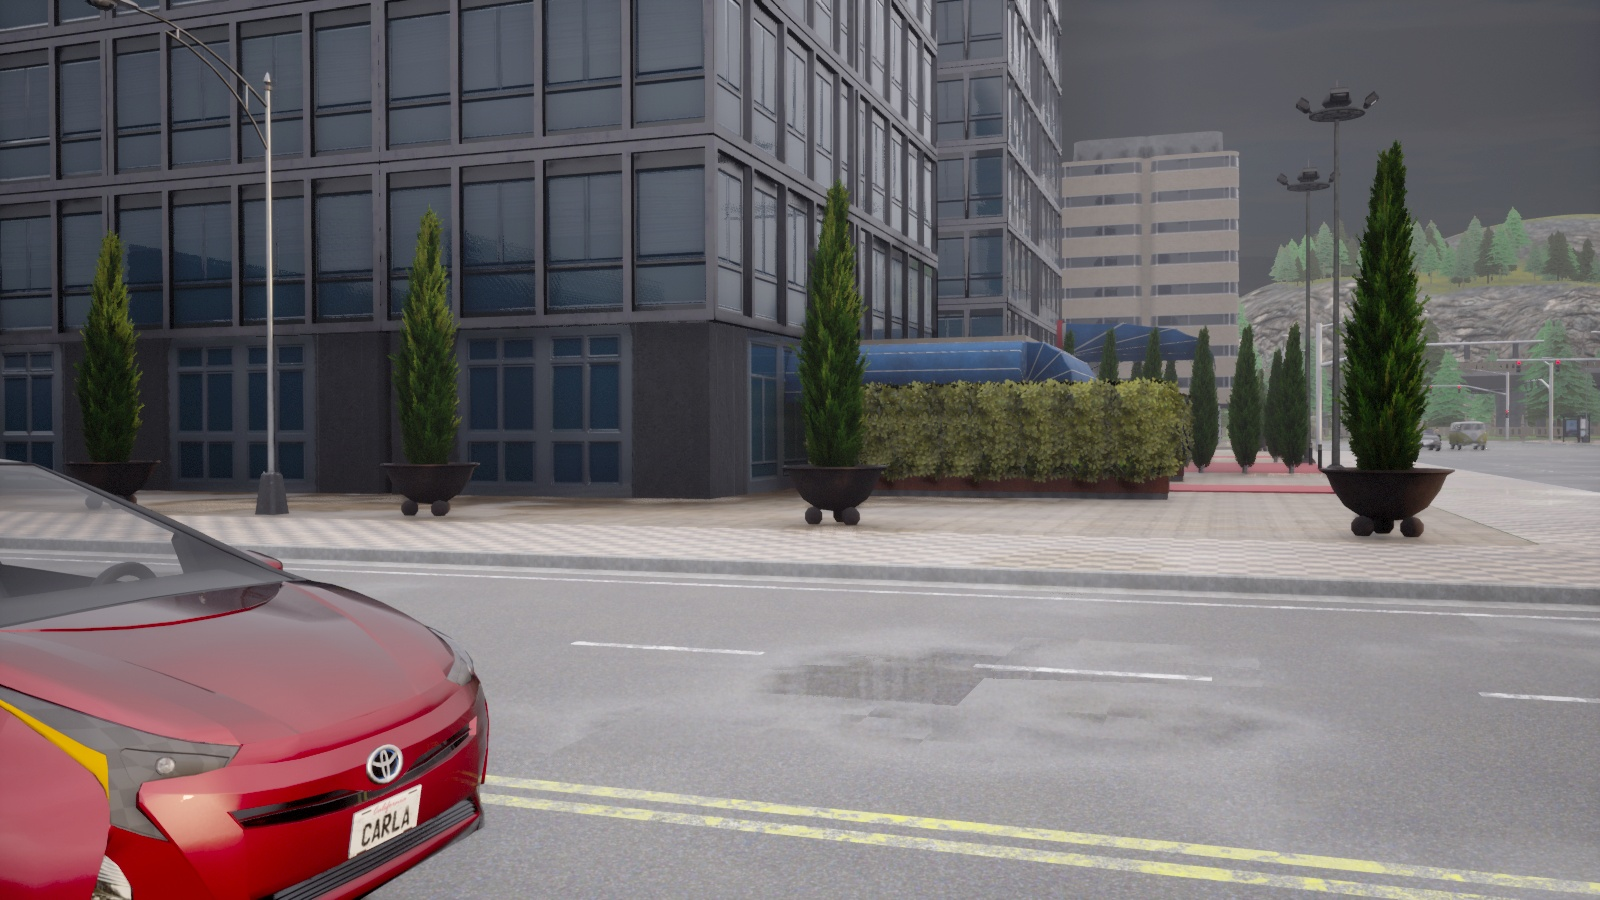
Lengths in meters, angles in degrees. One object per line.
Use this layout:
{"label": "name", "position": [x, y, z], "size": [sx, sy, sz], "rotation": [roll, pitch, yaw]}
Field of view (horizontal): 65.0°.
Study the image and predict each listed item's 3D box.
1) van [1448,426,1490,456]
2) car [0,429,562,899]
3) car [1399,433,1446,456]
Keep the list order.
{"label": "van", "position": [45.967, -0.631, 86.357], "size": [1.775, 1.987, 4.442], "rotation": [1, 1, 18]}
{"label": "car", "position": [-3.322, 0.692, 4.311], "size": [4.514, 1.525, 2.007], "rotation": [1, 1, 19]}
{"label": "car", "position": [41.329, -0.399, 83.467], "size": [2.128, 1.511, 4.902], "rotation": [1, 1, 18]}
